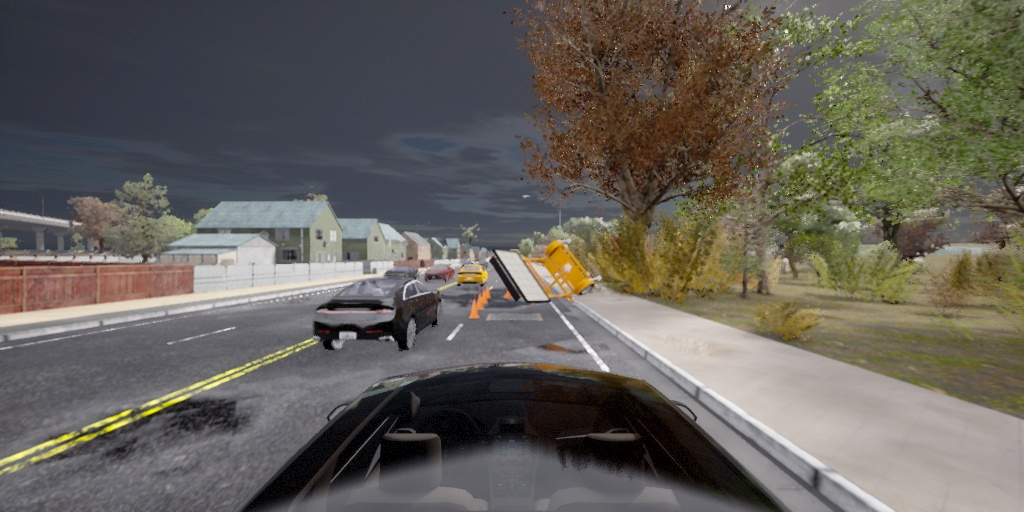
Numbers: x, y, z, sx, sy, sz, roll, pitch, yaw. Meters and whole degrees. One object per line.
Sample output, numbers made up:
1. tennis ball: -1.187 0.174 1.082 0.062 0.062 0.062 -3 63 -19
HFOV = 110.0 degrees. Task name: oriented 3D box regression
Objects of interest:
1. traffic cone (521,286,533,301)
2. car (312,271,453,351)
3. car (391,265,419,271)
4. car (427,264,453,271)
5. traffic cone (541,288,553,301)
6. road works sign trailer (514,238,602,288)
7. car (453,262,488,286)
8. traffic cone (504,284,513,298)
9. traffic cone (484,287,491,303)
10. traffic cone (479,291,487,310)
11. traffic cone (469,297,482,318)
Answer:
1. traffic cone: 0.767 1.834 18.170 0.340 0.580 0.340 0 0 0
2. car: -3.075 1.304 9.185 2.128 1.511 4.902 0 0 0
3. car: -9.599 1.537 31.485 2.033 1.411 5.357 0 0 1
4. car: -6.343 1.464 31.641 1.882 1.535 5.008 0 0 0
5. traffic cone: 1.767 1.832 18.161 0.340 0.580 0.340 0 0 1
6. road works sign trailer: 2.028 -0.739 14.619 2.880 3.560 2.380 0 0 -44
7. car: -2.928 1.428 27.247 1.882 1.535 5.008 0 0 0
8. traffic cone: -0.232 1.835 18.177 0.340 0.580 0.340 0 0 1
9. traffic cone: -1.248 1.821 16.186 0.340 0.580 0.340 0 0 0
10. traffic cone: -1.264 1.805 14.186 0.340 0.580 0.340 0 0 0
11. traffic cone: -1.280 1.789 12.186 0.340 0.580 0.340 0 0 0
